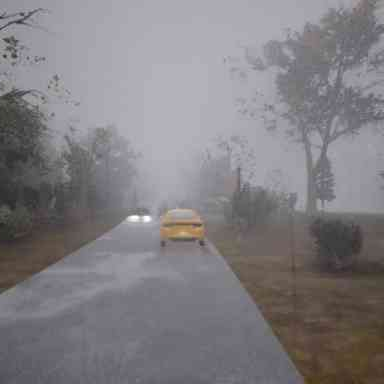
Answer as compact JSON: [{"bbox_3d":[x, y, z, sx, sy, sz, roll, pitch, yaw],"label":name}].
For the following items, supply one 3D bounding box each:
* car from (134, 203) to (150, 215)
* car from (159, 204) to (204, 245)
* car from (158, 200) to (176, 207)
[{"bbox_3d":[-5.843,1.978,38.986,1.895,1.301,4.718,0,-1,-7],"label":"car"},{"bbox_3d":[-0.525,1.560,16.008,1.882,1.535,5.008,0,0,-4],"label":"car"},{"bbox_3d":[-2.570,1.696,36.455,2.097,1.767,4.553,0,-1,-7],"label":"car"}]
